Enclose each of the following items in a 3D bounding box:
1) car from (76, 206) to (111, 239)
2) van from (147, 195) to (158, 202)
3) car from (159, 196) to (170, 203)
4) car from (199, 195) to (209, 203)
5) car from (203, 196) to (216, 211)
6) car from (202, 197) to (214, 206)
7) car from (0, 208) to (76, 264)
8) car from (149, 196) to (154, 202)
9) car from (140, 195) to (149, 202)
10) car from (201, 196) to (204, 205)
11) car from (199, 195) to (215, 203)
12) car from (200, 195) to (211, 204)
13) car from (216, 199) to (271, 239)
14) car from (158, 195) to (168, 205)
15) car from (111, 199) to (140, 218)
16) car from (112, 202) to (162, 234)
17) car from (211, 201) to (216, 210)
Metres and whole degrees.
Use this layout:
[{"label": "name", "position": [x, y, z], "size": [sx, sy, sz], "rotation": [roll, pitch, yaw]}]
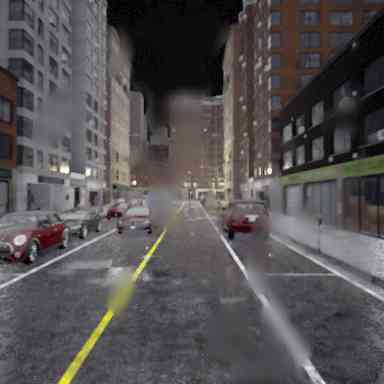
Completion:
[{"label": "car", "position": [-5.867, 1.536, 17.100], "size": [2.008, 1.369, 4.403], "rotation": [1, 0, 0]}, {"label": "van", "position": [-5.899, 1.337, 44.510], "size": [1.690, 1.788, 3.998], "rotation": [1, 0, 0]}, {"label": "car", "position": [-5.936, 1.602, 71.921], "size": [1.887, 1.381, 4.507], "rotation": [1, 0, 0]}, {"label": "car", "position": [2.590, 1.494, 71.931], "size": [1.967, 1.590, 4.097], "rotation": [1, 0, 0]}, {"label": "car", "position": [2.630, 1.510, 39.203], "size": [1.752, 1.417, 4.829], "rotation": [1, 0, 0]}, {"label": "car", "position": [2.609, 1.538, 55.652], "size": [1.752, 1.417, 4.829], "rotation": [1, 0, 0]}, {"label": "car", "position": [-5.859, 1.429, 11.618], "size": [1.967, 1.590, 4.097], "rotation": [1, 0, 0]}, {"label": "car", "position": [-5.894, 1.513, 38.857], "size": [1.752, 1.417, 4.829], "rotation": [1, 0, 0]}, {"label": "car", "position": [-5.887, 1.424, 33.546], "size": [1.967, 1.590, 4.097], "rotation": [1, 0, 0]}, {"label": "car", "position": [2.623, 1.542, 44.517], "size": [2.008, 1.369, 4.403], "rotation": [1, 0, 0]}, {"label": "car", "position": [2.618, 1.316, 49.999], "size": [2.192, 1.841, 5.009], "rotation": [1, 0, 0]}, {"label": "car", "position": [2.597, 1.480, 66.448], "size": [1.967, 1.590, 4.097], "rotation": [1, 0, 0]}, {"label": "car", "position": [2.660, 1.296, 17.105], "size": [2.192, 1.841, 5.009], "rotation": [1, 0, 0]}, {"label": "car", "position": [-5.923, 1.596, 60.956], "size": [1.947, 1.339, 4.313], "rotation": [1, 0, 0]}, {"label": "car", "position": [-5.880, 1.526, 28.063], "size": [1.887, 1.381, 4.507], "rotation": [1, 0, 0]}, {"label": "car", "position": [-3.022, 1.544, 19.288], "size": [1.812, 1.442, 4.674], "rotation": [0, 0, 0]}, {"label": "car", "position": [2.651, 1.529, 22.587], "size": [2.008, 1.369, 4.403], "rotation": [1, 0, 0]}]
